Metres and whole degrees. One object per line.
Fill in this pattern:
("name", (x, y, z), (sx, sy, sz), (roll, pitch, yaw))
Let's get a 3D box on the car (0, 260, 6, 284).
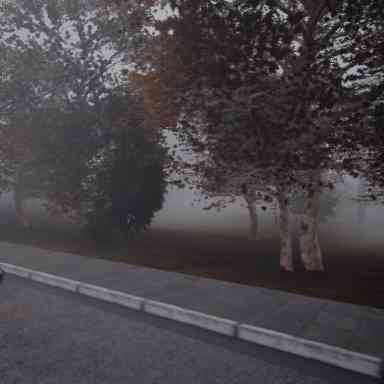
("car", (-6.545, 1.551, 7.978), (5.357, 1.411, 2.033), (0, 0, 36))
